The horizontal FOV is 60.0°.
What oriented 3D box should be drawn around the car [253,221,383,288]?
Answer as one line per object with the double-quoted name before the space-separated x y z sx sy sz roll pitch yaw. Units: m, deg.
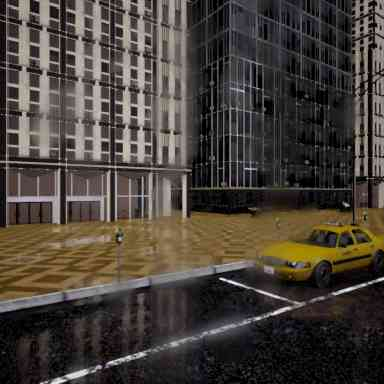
"car" 3.784 1.526 9.246 4.829 1.417 1.752 0 0 -35
